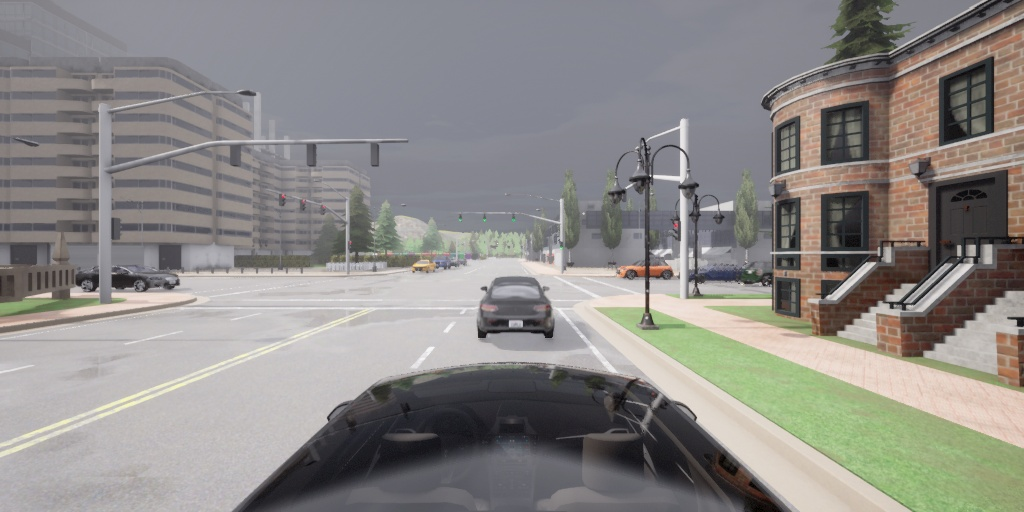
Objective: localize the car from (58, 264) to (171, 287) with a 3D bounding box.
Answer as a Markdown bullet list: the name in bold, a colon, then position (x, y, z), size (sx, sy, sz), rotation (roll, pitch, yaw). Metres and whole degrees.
- **car**: position (-26.529, 1.297, 24.056), size (5.357, 1.411, 2.033), rotation (0, 0, 0)

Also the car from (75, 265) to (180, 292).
- **car**: position (-21.909, 1.242, 20.553), size (4.902, 1.511, 2.128), rotation (0, 0, 0)

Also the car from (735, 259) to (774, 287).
- **car**: position (17.830, 1.102, 23.710), size (4.553, 1.767, 2.097), rotation (0, 0, -1)

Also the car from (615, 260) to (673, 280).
- **car**: position (11.319, 1.102, 30.880), size (4.553, 1.767, 2.097), rotation (0, 0, -1)

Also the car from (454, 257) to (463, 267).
- **car**: position (-10.549, 1.351, 64.043), size (1.895, 1.301, 4.718), rotation (0, 0, 1)

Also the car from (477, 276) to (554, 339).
- **car**: position (0.087, 1.276, 9.944), size (1.812, 1.442, 4.674), rotation (0, 0, 0)

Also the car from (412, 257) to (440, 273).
- **car**: position (-10.647, 1.228, 43.616), size (1.882, 1.535, 5.008), rotation (0, 0, 2)

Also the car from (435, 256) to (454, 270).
- **car**: position (-10.586, 0.971, 53.742), size (2.150, 2.045, 5.566), rotation (0, 0, 0)

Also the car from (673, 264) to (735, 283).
- **car**: position (15.623, 1.297, 27.388), size (5.357, 1.411, 2.033), rotation (0, 0, -1)
